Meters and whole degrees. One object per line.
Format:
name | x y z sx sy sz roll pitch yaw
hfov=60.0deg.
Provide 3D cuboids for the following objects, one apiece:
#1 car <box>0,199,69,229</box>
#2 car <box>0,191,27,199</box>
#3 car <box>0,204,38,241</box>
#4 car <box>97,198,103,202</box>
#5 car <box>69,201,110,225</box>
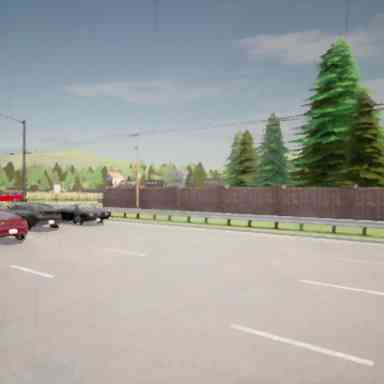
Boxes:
car | -9.593 1.364 19.431 4.892 1.490 1.837 1 0 36
car | -27.780 0.840 49.726 5.566 2.045 2.150 0 0 -14
car | -9.094 1.408 14.777 4.674 1.442 1.812 1 0 35
car | -13.765 1.240 55.821 4.181 1.385 1.994 0 0 -29
car | -7.760 1.458 22.425 4.718 1.301 1.895 1 0 35
